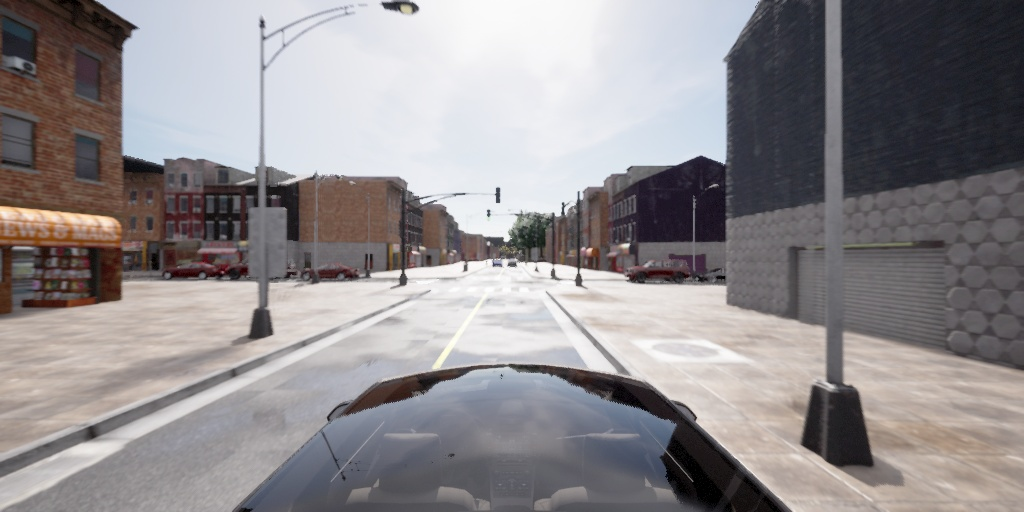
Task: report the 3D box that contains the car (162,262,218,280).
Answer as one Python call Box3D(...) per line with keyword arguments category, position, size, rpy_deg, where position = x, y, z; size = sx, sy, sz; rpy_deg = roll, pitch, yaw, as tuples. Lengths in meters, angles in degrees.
Box3D(category="car", position=(-25.553, 1.174, 28.935), size=(4.507, 1.381, 1.888), rpy_deg=(0, 0, 0))

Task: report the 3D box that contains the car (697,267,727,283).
Box3D(category="car", position=(17.149, 1.504, 28.986), size=(4.313, 1.339, 1.948), rpy_deg=(0, 0, 0))

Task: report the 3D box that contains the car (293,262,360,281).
Box3D(category="car", position=(-14.685, 1.249, 28.948), size=(4.507, 1.381, 1.888), rpy_deg=(0, 0, 0))

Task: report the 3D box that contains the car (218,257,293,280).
Box3D(category="car", position=(-20.119, 0.981, 28.942), size=(5.009, 1.841, 2.192), rpy_deg=(0, 0, 0))

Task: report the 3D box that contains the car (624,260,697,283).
Box3D(category="car", position=(11.723, 1.211, 28.979), size=(5.009, 1.841, 2.192), rpy_deg=(0, 0, 0))
